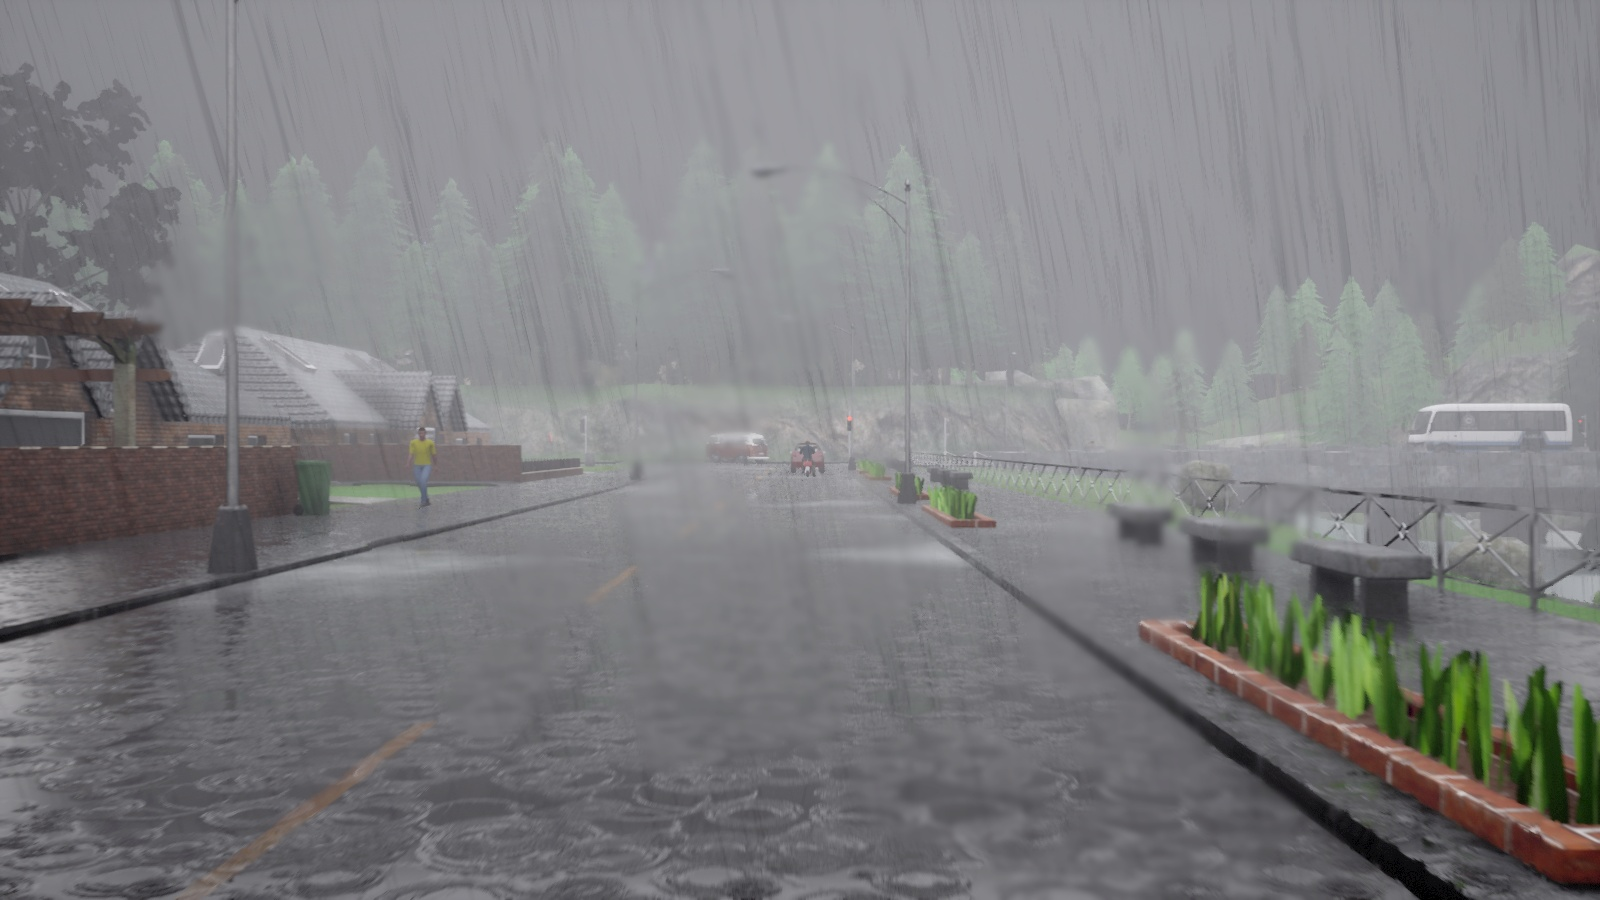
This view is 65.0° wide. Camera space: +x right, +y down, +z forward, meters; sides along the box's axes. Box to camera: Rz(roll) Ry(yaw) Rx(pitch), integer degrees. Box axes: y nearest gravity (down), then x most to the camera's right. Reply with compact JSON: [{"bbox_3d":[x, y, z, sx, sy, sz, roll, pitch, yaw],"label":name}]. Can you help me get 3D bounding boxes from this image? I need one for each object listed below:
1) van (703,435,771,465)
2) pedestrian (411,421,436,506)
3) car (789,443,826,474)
[{"bbox_3d":[-4.374,-0.025,87.130,4.480,2.038,2.069,0,0,40],"label":"van"},{"bbox_3d":[-8.223,0.295,27.422,0.354,1.836,0.706,0,0,-3],"label":"pedestrian"},{"bbox_3d":[0.378,0.405,63.090,1.845,1.501,3.633,0,0,0],"label":"car"}]
